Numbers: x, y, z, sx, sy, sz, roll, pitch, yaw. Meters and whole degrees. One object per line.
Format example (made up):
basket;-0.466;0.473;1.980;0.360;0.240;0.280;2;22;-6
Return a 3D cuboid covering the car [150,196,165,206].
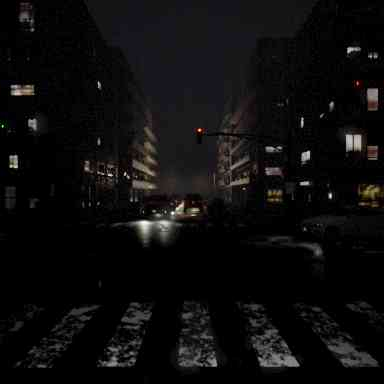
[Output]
car;-5.624;1.457;54.884;1.967;1.590;4.097;0;0;0

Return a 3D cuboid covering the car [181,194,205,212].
car;0.143;1.230;39.716;2.150;2.045;5.566;0;0;0

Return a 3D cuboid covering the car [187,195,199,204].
car;0.181;1.373;63.125;2.097;1.767;4.553;0;0;0

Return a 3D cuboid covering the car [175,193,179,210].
car;-3.048;1.361;40.038;2.097;1.767;4.553;0;0;0

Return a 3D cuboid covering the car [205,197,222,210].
car;2.743;1.451;43.511;1.967;1.590;4.097;0;0;0

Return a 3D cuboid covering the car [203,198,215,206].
car;2.757;1.598;54.876;1.802;1.307;4.206;0;0;0

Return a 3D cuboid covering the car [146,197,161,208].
car;-5.631;1.539;49.032;1.752;1.417;4.829;0;0;0

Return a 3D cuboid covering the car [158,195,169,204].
car;-5.610;1.464;66.250;1.967;1.590;4.097;0;0;0

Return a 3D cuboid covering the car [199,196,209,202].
car;2.784;1.584;77.605;2.008;1.369;4.403;0;0;0

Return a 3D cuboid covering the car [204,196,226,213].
car;2.736;1.448;37.829;1.967;1.590;4.097;0;0;0

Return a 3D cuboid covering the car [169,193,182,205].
car;-2.968;1.242;60.497;2.150;2.045;5.566;0;0;1

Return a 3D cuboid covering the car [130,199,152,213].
car;-5.645;1.533;37.667;1.752;1.417;4.829;0;0;0

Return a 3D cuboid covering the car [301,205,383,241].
car;7.390;1.360;15.297;4.674;1.442;1.812;-1;0;-8

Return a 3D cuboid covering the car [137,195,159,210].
car;-5.638;1.326;43.519;2.192;1.841;5.009;0;0;0

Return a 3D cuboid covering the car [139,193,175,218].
car;-3.081;1.227;30.126;2.150;2.045;5.566;0;0;1

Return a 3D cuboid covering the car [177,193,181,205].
car;-3.028;1.366;49.937;2.097;1.767;4.553;0;0;0

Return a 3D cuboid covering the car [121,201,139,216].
car;-5.651;1.572;32.154;1.947;1.339;4.313;0;0;0
